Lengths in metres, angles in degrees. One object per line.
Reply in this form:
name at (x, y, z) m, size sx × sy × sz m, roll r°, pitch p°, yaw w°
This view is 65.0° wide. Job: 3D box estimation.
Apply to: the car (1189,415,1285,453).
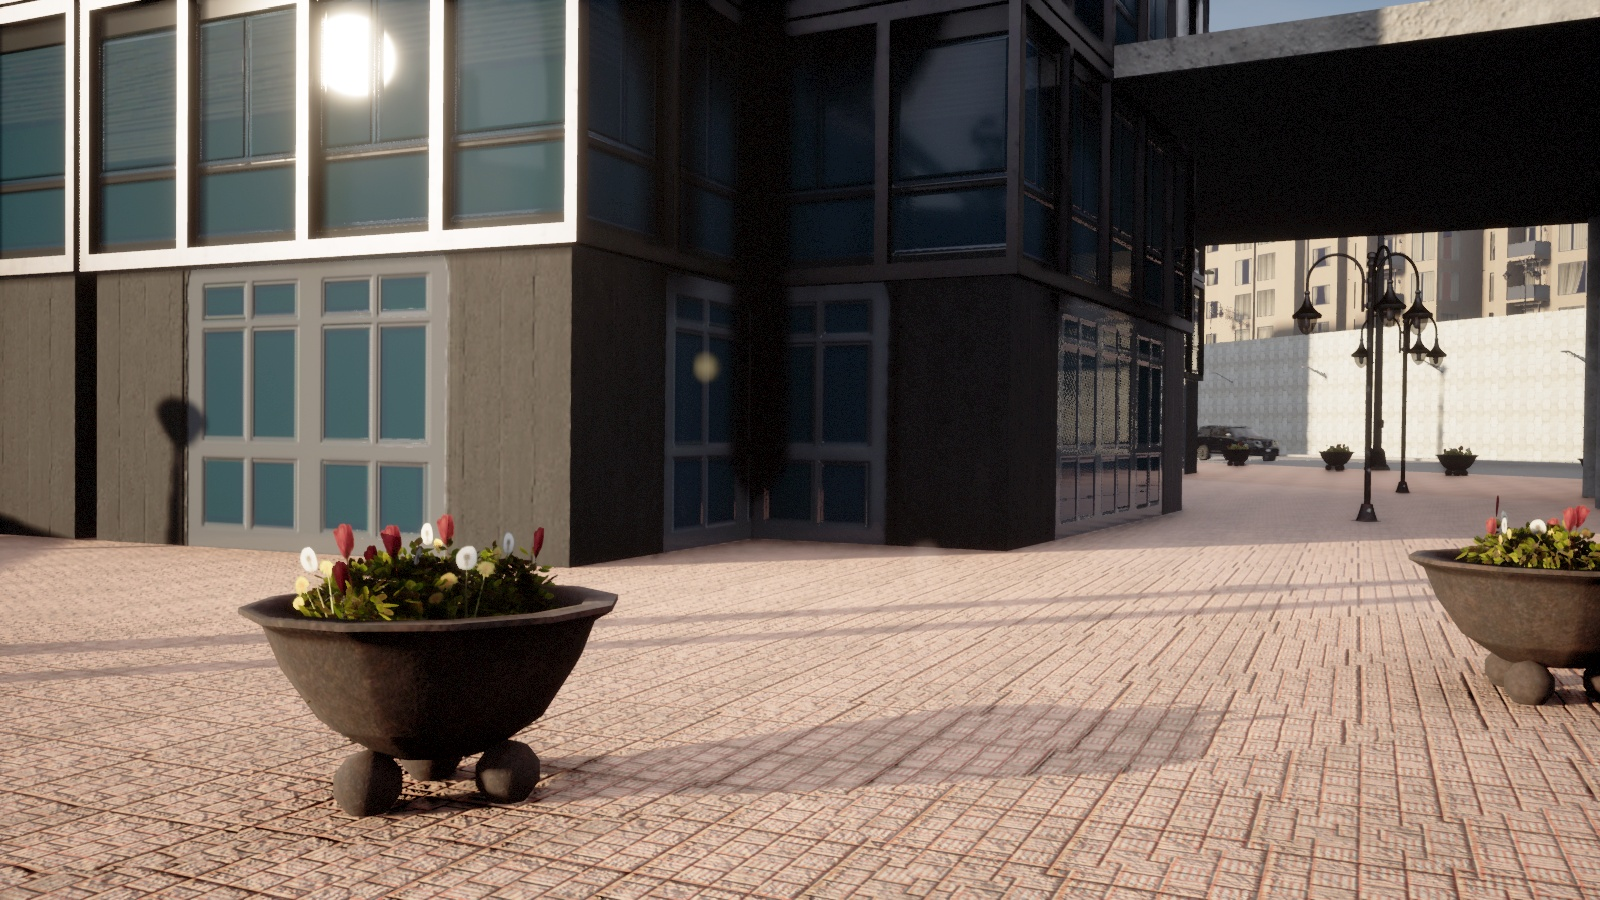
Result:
car at (24.876, -0.918, 71.697) m, size 2.150 × 2.045 × 5.566 m, roll -1°, pitch 1°, yaw -20°
